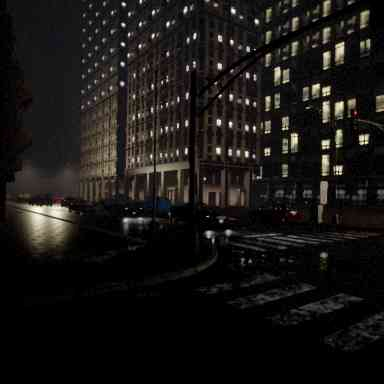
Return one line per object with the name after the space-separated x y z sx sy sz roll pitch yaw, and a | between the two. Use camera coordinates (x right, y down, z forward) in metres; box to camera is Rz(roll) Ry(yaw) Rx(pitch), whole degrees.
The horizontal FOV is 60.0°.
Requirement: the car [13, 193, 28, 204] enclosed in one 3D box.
-30.555 1.155 60.506 2.192 1.841 5.009 1 -1 -35 | car

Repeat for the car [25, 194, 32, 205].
-24.015 1.432 51.294 1.802 1.307 4.206 1 -1 -35 | car

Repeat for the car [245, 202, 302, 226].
5.721 1.505 23.917 1.967 1.590 4.097 1 -1 -35 | car

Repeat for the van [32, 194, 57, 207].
-20.739 1.197 46.692 1.690 1.788 3.998 1 -1 -35 | van

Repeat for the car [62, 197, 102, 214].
-10.927 1.427 32.876 2.008 1.369 4.403 1 -1 -35 | car

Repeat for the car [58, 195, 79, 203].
-16.198 1.419 44.843 1.837 1.490 4.892 1 -1 -35 | car

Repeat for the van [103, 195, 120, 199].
-10.637 1.368 46.941 1.690 1.788 3.998 1 -1 -35 | van

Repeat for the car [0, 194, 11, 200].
-46.821 1.365 83.389 1.752 1.417 4.829 1 -1 -35 | car

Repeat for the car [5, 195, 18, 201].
-40.373 1.377 74.316 2.008 1.369 4.403 1 -1 -35 | car

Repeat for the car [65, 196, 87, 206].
-18.939 1.456 54.147 2.128 1.511 4.902 1 -1 -35 | car

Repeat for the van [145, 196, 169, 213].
-4.093 1.382 37.732 1.690 1.788 3.998 1 -1 -35 | van

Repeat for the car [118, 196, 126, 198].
-7.369 1.584 42.334 2.008 1.369 4.403 1 -1 -35 | car

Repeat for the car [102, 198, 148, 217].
-6.305 1.534 30.841 1.895 1.301 4.718 1 -1 -35 | car

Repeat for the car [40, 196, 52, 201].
-36.817 1.570 83.773 1.802 1.307 4.206 1 -1 -35 | car

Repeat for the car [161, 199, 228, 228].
0.302 1.441 21.547 2.128 1.511 4.902 1 -1 -35 | car

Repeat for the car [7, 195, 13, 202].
-37.102 1.396 69.712 1.947 1.339 4.313 1 -1 -35 | car
